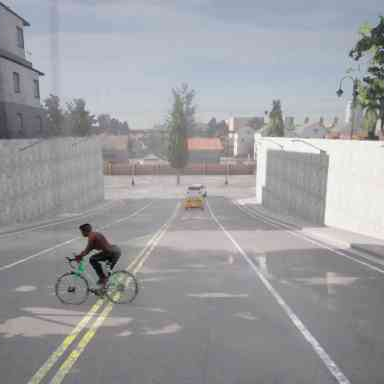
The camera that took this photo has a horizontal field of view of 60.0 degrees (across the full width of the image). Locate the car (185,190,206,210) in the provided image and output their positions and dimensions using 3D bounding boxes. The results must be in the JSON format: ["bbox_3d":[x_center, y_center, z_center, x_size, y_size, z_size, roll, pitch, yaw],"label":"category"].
[{"bbox_3d":[0.238,0.981,36.278,1.882,1.535,5.008,0,4,0],"label":"car"}]

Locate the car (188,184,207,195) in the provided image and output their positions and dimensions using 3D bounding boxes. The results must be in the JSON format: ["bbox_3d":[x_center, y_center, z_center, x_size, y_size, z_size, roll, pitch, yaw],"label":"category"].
[{"bbox_3d":[0.650,-0.099,46.570,2.150,2.045,5.566,1,7,9],"label":"car"}]

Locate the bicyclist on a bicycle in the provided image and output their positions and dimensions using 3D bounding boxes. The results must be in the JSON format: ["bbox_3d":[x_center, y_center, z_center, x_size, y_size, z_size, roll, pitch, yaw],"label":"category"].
[{"bbox_3d":[-1.886,1.432,6.506,1.656,1.620,0.582,-2,1,2],"label":"bicyclist on a bicycle"}]
